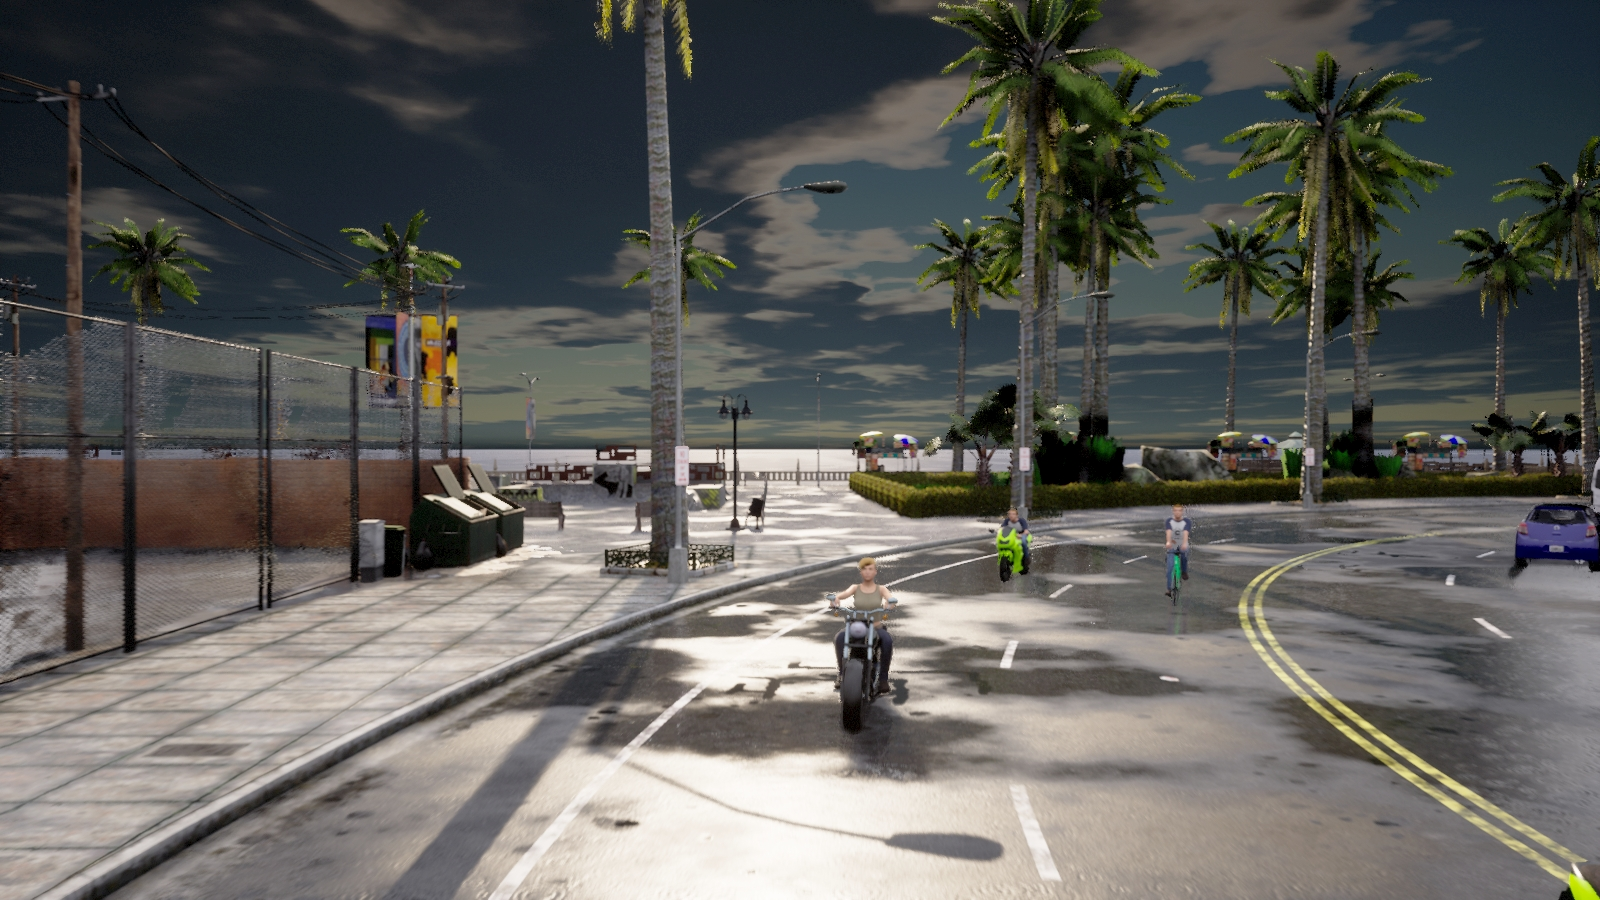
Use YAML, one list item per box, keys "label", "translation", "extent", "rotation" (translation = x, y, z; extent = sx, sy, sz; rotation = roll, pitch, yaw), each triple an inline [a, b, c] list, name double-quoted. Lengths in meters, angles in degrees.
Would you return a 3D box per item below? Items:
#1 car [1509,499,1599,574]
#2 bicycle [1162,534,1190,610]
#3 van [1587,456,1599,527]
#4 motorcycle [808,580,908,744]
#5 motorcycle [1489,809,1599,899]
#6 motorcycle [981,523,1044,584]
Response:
- label: "car"
  translation: [18.398, 2.024, 27.512]
  extent: [1.845, 1.501, 3.633]
  rotation: [0, 0, 39]
- label: "bicycle"
  translation: [6.861, 2.195, 20.815]
  extent: [0.373, 1.196, 1.643]
  rotation: [1, 1, 21]
- label: "van"
  translation: [31.965, 1.514, 42.465]
  extent: [5.915, 2.561, 1.988]
  rotation: [0, 0, -29]
- label: "motorcycle"
  translation: [0.667, 2.163, 12.151]
  extent: [0.764, 1.277, 2.356]
  rotation: [1, 0, 10]
- label: "motorcycle"
  translation: [3.515, 2.210, 4.179]
  extent: [0.803, 1.145, 2.033]
  rotation: [0, 0, 1]
- label: "motorcycle"
  translation: [4.622, 2.202, 24.696]
  extent: [0.803, 1.145, 2.033]
  rotation: [0, -1, 27]
